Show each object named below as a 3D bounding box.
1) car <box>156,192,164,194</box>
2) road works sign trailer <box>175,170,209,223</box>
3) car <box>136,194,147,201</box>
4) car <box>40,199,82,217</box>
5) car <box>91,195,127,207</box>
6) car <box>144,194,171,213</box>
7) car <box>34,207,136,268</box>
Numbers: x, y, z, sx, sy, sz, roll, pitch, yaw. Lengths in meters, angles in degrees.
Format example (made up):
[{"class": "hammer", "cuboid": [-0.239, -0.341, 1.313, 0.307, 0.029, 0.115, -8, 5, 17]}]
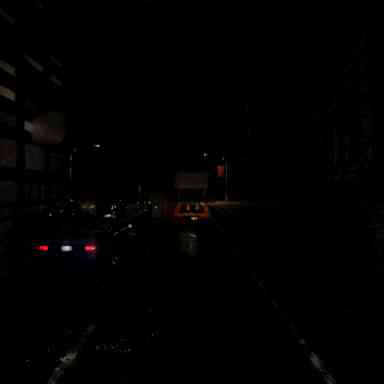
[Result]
[{"class": "car", "cuboid": [-6.568, 0.778, 68.077, 2.097, 1.767, 4.553, 0, 0, 0]}, {"class": "road works sign trailer", "cuboid": [-0.024, 0.258, 23.422, 2.380, 3.560, 2.880, 0, 0, 0]}, {"class": "car", "cuboid": [-9.818, 1.071, 66.171, 1.895, 1.301, 4.718, 0, 0, 0]}, {"class": "car", "cuboid": [-9.872, 1.301, 25.513, 1.812, 1.442, 4.674, 0, 0, 0]}, {"class": "car", "cuboid": [-6.622, 1.118, 26.659, 2.097, 1.767, 4.553, 0, 1, 0]}, {"class": "car", "cuboid": [-3.182, 1.221, 32.487, 1.837, 1.490, 4.892, 0, 0, 0]}, {"class": "car", "cuboid": [-3.163, 1.450, 10.903, 2.033, 1.411, 5.357, 0, 1, 0]}]
